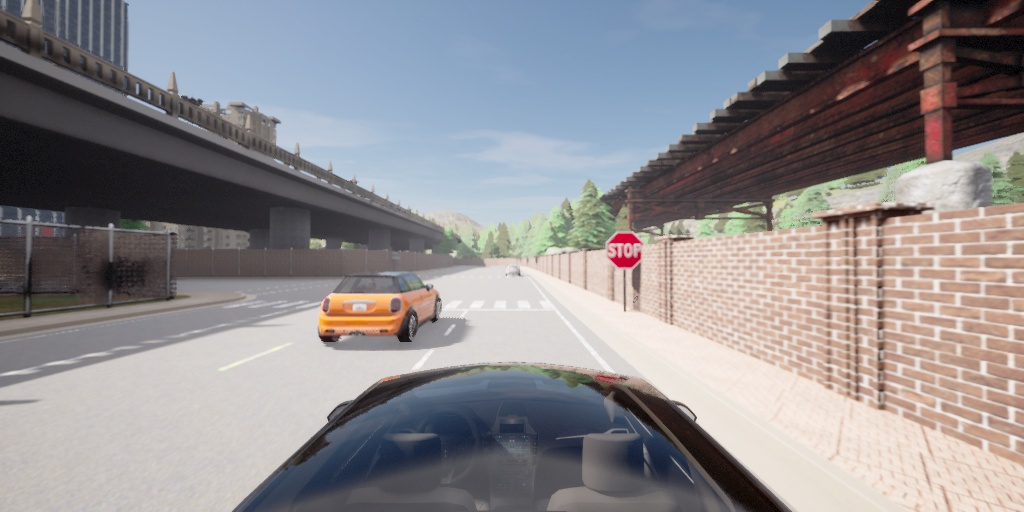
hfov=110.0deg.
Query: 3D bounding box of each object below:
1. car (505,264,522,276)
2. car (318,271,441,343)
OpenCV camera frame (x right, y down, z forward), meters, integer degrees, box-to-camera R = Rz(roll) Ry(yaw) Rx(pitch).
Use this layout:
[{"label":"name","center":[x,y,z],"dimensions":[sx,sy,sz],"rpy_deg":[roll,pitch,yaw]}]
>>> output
[{"label":"car","center":[0.124,1.782,45.153],"dimensions":[1.812,1.442,4.674],"rpy_deg":[0,-1,-1]},{"label":"car","center":[-3.409,1.200,10.148],"dimensions":[2.097,1.767,4.553],"rpy_deg":[0,-1,0]}]
